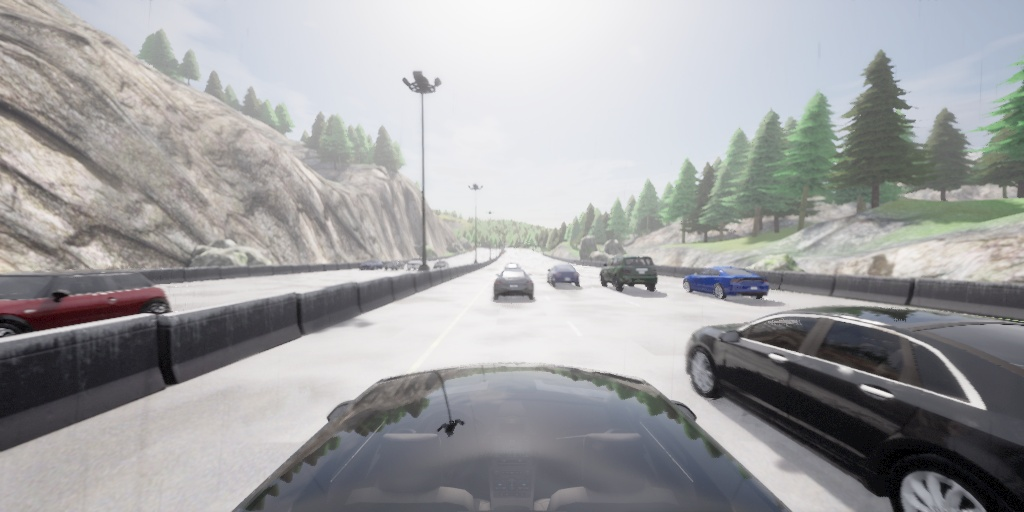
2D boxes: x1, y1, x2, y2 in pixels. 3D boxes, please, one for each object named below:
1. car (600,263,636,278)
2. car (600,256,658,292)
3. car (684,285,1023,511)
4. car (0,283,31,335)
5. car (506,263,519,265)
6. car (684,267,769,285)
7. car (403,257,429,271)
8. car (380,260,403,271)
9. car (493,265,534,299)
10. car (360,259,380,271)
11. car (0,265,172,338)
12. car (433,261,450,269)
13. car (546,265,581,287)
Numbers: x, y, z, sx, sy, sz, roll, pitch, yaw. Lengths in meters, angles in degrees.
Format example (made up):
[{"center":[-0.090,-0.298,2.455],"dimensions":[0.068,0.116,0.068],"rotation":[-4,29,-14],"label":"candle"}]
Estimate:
[{"center":[10.575,1.408,36.286],"dimensions":[2.033,1.411,5.357],"rotation":[0,0,0],"label":"car"},{"center":[7.087,1.033,22.273],"dimensions":[2.150,2.045,5.566],"rotation":[0,-1,0],"label":"car"},{"center":[3.598,1.259,3.621],"dimensions":[1.837,1.490,4.892],"rotation":[0,-1,0],"label":"car"},{"center":[-14.106,1.370,7.440],"dimensions":[1.895,1.301,4.718],"rotation":[0,0,0],"label":"car"},{"center":[0.075,1.408,36.194],"dimensions":[2.033,1.411,5.357],"rotation":[0,0,0],"label":"car"},{"center":[10.588,1.280,18.157],"dimensions":[1.882,1.535,5.008],"rotation":[0,0,0],"label":"car"},{"center":[-14.037,1.161,53.725],"dimensions":[2.150,2.045,5.566],"rotation":[0,0,0],"label":"car"},{"center":[-17.537,1.427,53.759],"dimensions":[2.128,1.511,4.902],"rotation":[0,0,0],"label":"car"},{"center":[0.087,1.367,18.503],"dimensions":[1.994,1.385,4.181],"rotation":[0,0,0],"label":"car"},{"center":[-21.037,1.290,53.788],"dimensions":[2.097,1.767,4.553],"rotation":[0,0,0],"label":"car"},{"center":[-10.604,1.123,8.083],"dimensions":[2.097,1.767,4.553],"rotation":[0,0,0],"label":"car"},{"center":[-10.537,1.452,53.739],"dimensions":[1.837,1.490,4.892],"rotation":[0,0,0],"label":"car"},{"center":[3.583,1.352,25.358],"dimensions":[1.812,1.442,4.674],"rotation":[0,0,0],"label":"car"}]
